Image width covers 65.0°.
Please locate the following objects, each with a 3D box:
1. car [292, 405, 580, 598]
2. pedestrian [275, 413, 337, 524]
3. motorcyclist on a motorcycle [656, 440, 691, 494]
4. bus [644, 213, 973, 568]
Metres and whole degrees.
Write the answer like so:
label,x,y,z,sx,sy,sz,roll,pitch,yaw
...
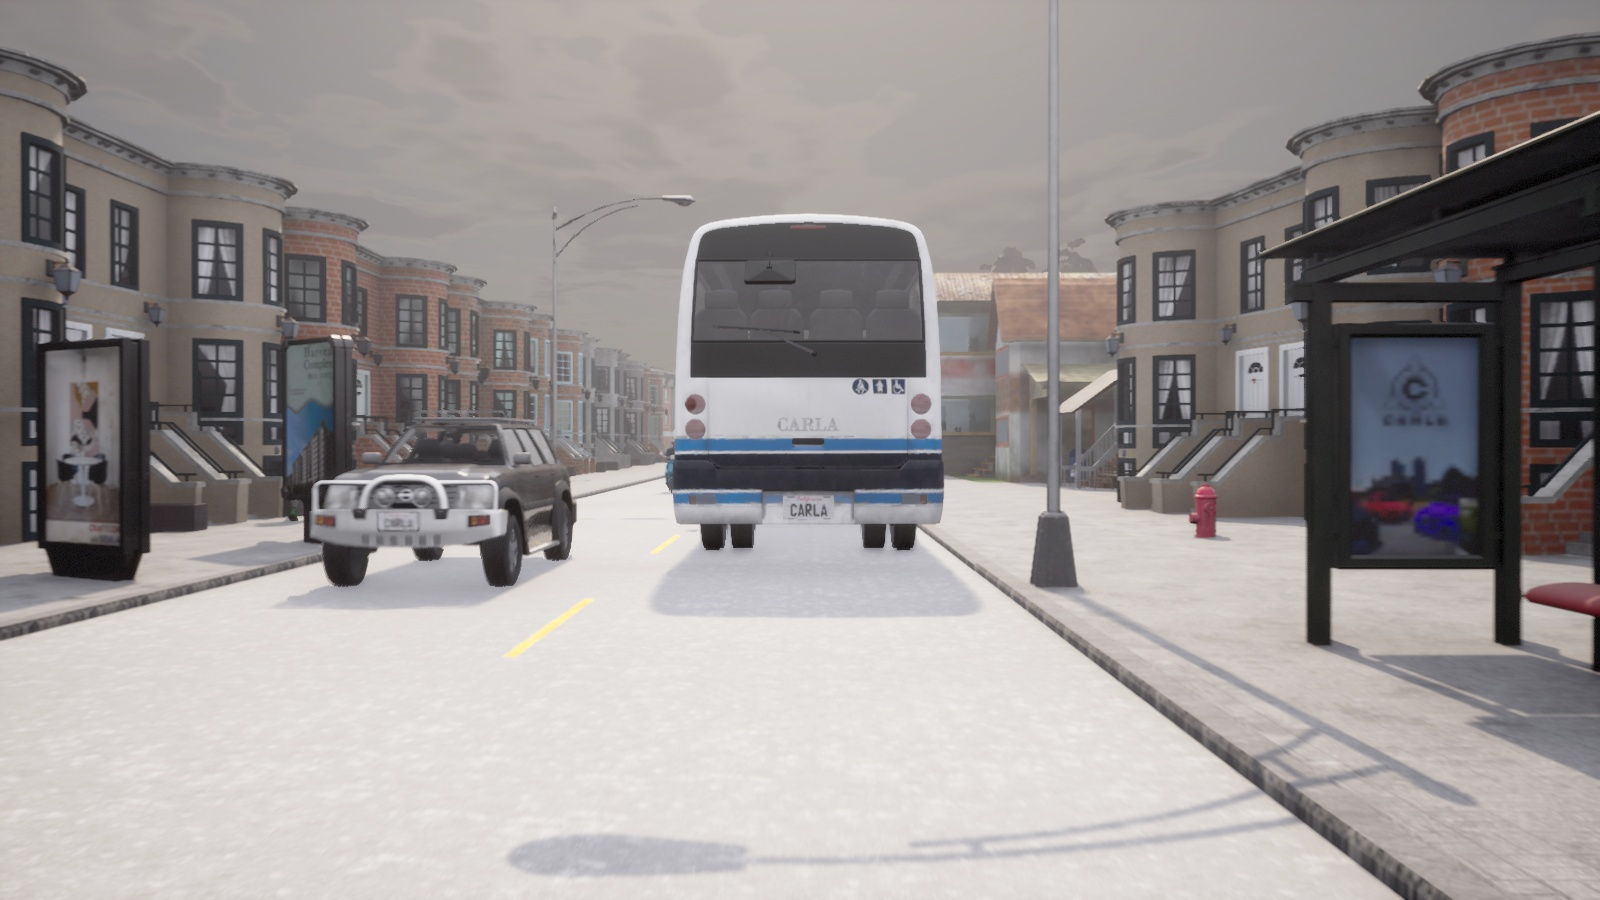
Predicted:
label,x,y,z,sx,sy,sz,roll,pitch,yaw
car,-3.903,0.479,14.366,1.932,1.855,4.605,0,0,0
pedestrian,-8.896,0.321,22.638,0.659,1.952,0.873,0,0,12
motorcyclist on a motorcycle,-3.767,0.486,37.478,0.866,1.590,1.817,0,0,0
bus,0.133,-0.744,20.220,3.944,4.253,10.273,0,0,0
